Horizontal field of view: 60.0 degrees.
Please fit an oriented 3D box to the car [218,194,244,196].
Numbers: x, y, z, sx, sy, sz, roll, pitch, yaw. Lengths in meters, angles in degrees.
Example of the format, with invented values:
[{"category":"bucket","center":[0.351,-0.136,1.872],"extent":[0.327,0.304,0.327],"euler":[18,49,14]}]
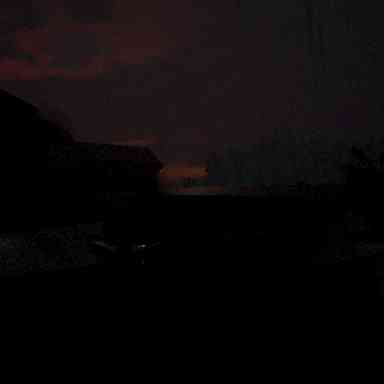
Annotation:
[{"category":"car","center":[4.316,1.248,33.135],"extent":[2.150,2.045,5.566],"euler":[0,0,-36]}]
